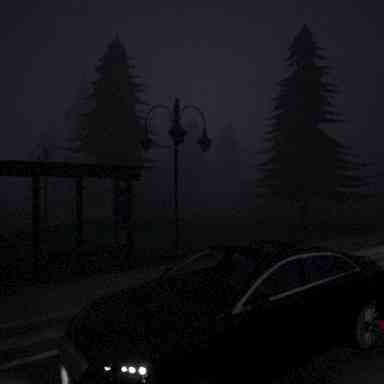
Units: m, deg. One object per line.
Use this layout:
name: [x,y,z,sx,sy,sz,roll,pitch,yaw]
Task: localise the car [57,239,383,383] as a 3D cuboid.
car: [0.801,1.474,4.563,4.902,1.511,2.128,-1,0,-36]
